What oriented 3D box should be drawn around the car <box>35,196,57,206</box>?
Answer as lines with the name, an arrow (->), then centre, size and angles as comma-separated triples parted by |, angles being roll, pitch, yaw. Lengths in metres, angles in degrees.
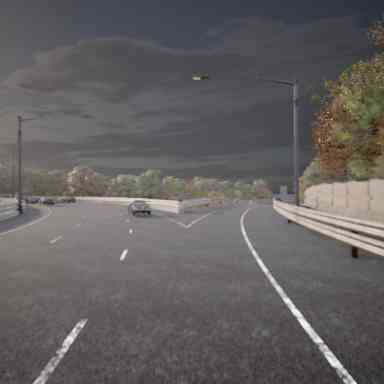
car -> -26.879, 1.685, 61.179 | 1.837, 1.490, 4.892 | 0, 0, -36

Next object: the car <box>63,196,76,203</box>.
car -> -27.111, 1.673, 72.986 | 1.837, 1.490, 4.892 | 0, 0, -42

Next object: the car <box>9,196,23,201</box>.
car -> -38.919, 1.569, 75.459 | 5.008, 1.535, 1.882 | 0, 0, 42

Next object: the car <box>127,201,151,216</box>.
car -> -5.407, 1.584, 33.698 | 2.033, 1.411, 5.357 | 0, 0, -18

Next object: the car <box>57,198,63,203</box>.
car -> -29.703, 1.791, 70.645 | 1.895, 1.301, 4.718 | 0, 0, -42

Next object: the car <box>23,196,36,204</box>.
car -> -32.811, 1.806, 68.881 | 1.895, 1.301, 4.718 | 0, 0, -42

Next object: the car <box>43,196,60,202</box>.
car -> -33.990, 1.653, 80.428 | 4.718, 1.301, 1.895 | 0, 0, 42

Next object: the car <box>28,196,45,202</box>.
car -> -36.465, 1.669, 77.954 | 4.718, 1.301, 1.895 | 0, 0, 42
